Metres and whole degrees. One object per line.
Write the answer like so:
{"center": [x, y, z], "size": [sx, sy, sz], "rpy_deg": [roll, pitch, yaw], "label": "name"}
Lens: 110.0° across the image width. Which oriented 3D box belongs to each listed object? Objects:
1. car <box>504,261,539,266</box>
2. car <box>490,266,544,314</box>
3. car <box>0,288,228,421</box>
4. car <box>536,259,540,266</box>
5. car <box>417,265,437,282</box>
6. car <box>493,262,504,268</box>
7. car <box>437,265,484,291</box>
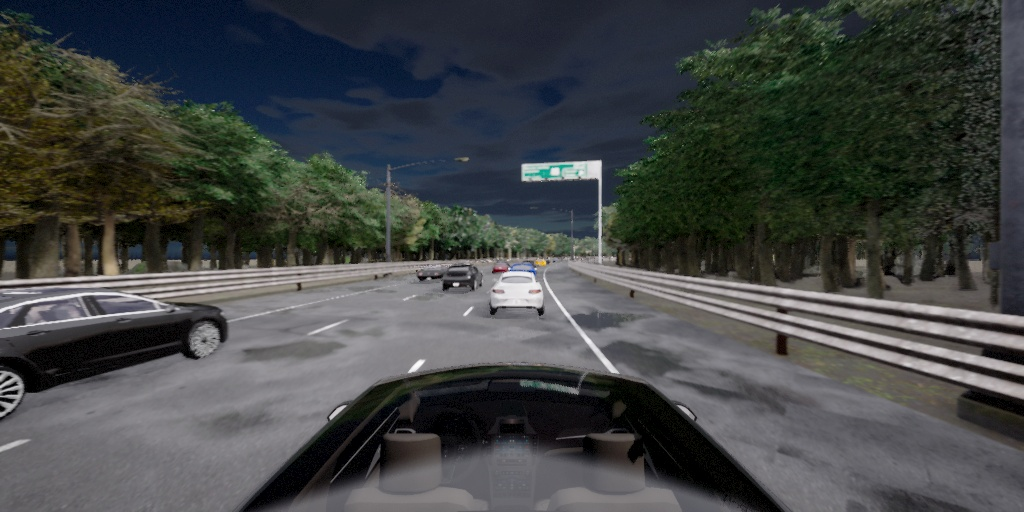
{"center": [0.726, 1.265, 25.192], "size": [1.882, 1.535, 5.008], "rpy_deg": [0, 0, 3], "label": "car"}
{"center": [0.213, 1.296, 13.714], "size": [1.812, 1.442, 4.674], "rpy_deg": [0, 0, 2], "label": "car"}
{"center": [-6.872, 1.227, 5.499], "size": [2.128, 1.511, 4.902], "rpy_deg": [0, 0, 1], "label": "car"}
{"center": [1.916, 1.311, 40.863], "size": [1.837, 1.490, 4.892], "rpy_deg": [0, 0, 5], "label": "car"}
{"center": [-6.054, 1.375, 28.998], "size": [1.895, 1.301, 4.718], "rpy_deg": [1, 0, 4], "label": "car"}
{"center": [-1.168, 1.366, 44.598], "size": [1.994, 1.385, 4.181], "rpy_deg": [0, 0, 6], "label": "car"}
{"center": [-2.905, 1.280, 21.845], "size": [1.837, 1.490, 4.892], "rpy_deg": [0, 0, 3], "label": "car"}
